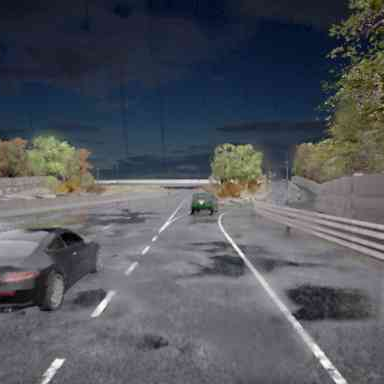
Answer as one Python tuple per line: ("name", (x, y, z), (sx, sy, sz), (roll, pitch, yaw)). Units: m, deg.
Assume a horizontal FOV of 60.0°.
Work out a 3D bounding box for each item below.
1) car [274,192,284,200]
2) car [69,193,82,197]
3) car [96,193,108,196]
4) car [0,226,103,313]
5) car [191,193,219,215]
("car", (22.979, 1.532, 88.177), (1.994, 1.385, 4.181), (0, 3, 20))
("car", (-27.996, 1.078, 80.047), (2.097, 1.767, 4.553), (0, 0, 0))
("car", (-20.997, 1.247, 80.017), (1.812, 1.442, 4.674), (0, 0, 0))
("car", (-3.403, 1.498, 7.469), (1.812, 1.442, 4.674), (0, 0, 0))
("car", (1.336, 1.115, 32.942), (2.150, 2.045, 5.566), (0, 0, 10))
